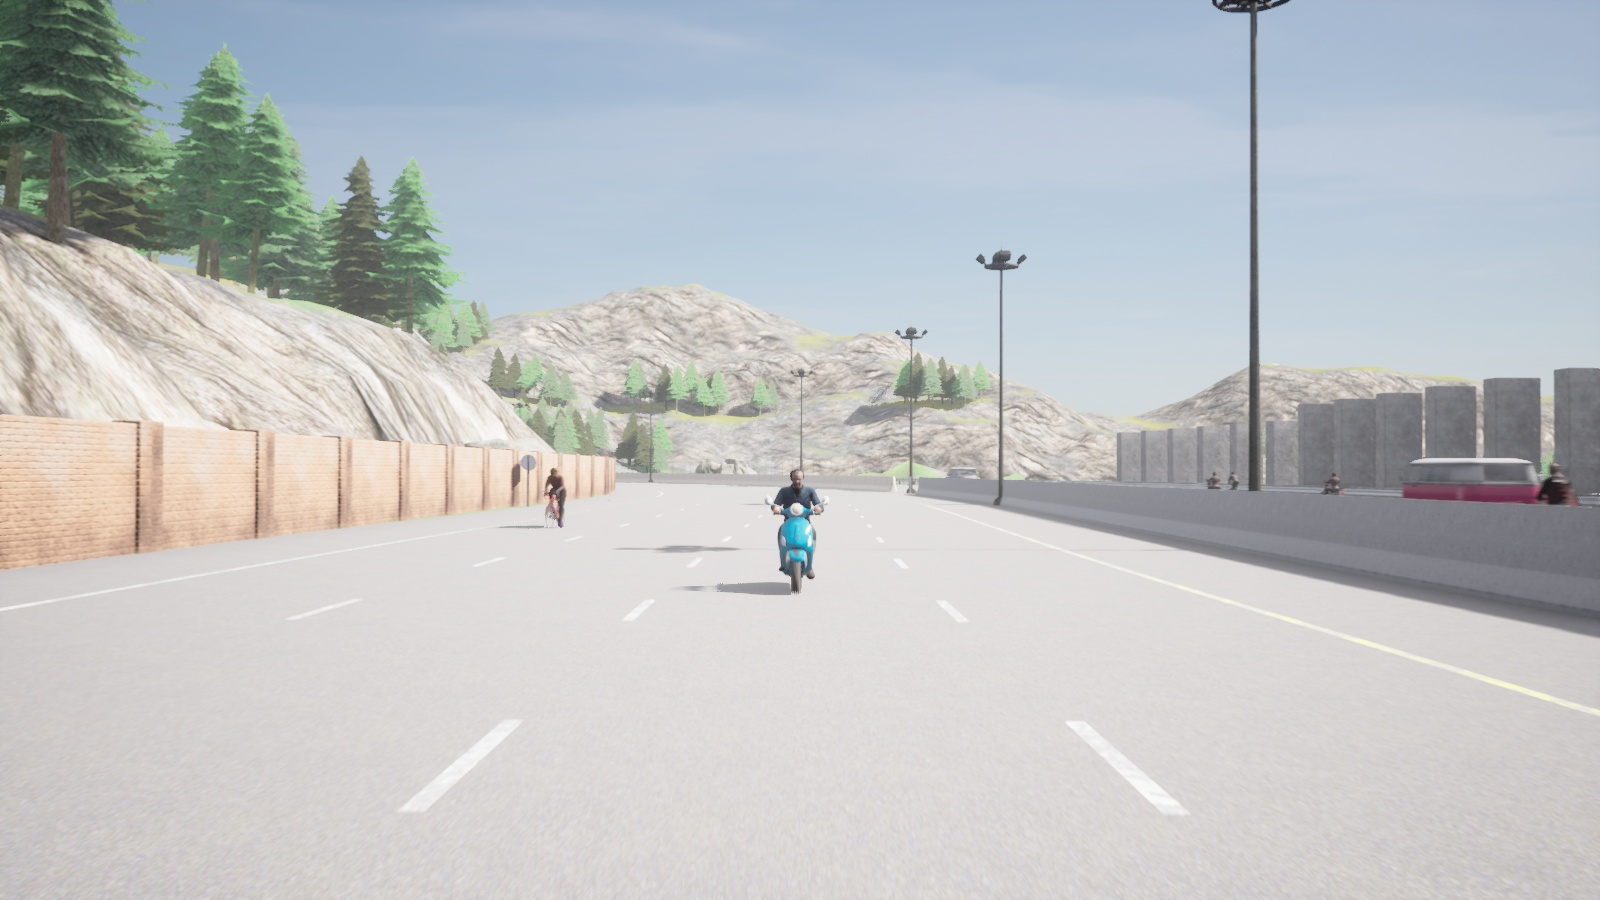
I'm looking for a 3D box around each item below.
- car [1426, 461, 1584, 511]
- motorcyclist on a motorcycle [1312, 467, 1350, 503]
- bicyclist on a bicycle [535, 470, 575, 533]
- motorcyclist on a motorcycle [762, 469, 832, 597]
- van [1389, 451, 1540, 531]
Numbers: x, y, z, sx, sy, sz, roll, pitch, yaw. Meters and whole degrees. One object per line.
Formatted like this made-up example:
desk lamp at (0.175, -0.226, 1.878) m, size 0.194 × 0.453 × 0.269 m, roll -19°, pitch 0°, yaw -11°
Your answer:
car at (24.486, 1.231, 43.892) m, size 2.152 × 1.651 × 5.027 m, roll 0°, pitch -1°, yaw -9°
motorcyclist on a motorcycle at (25.045, 1.656, 59.229) m, size 0.766 × 1.649 × 2.350 m, roll 0°, pitch -1°, yaw 0°
bicyclist on a bicycle at (-6.564, 1.357, 33.653) m, size 0.582 × 1.620 × 1.656 m, roll 0°, pitch -1°, yaw 6°
motorcyclist on a motorcycle at (-0.037, 1.045, 16.520) m, size 0.866 × 1.590 × 1.817 m, roll 0°, pitch -1°, yaw 0°
van at (17.701, 1.061, 33.707) m, size 1.775 × 1.987 × 4.442 m, roll 0°, pitch -1°, yaw 1°
